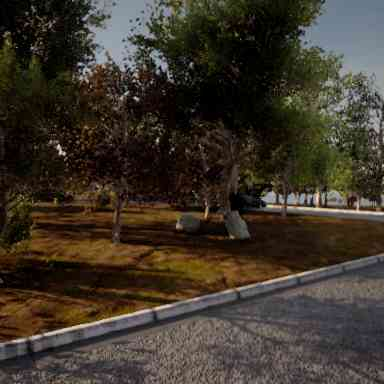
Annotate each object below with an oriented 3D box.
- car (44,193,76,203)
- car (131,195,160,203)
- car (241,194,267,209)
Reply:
[{"bbox_3d":[-15.109,0.528,36.404,5.008,1.535,1.882,1,0,-37],"label":"car"},{"bbox_3d":[-5.653,0.574,43.580,4.553,1.767,2.097,1,0,8],"label":"car"},{"bbox_3d":[5.058,0.953,33.611,2.033,1.411,5.357,1,0,-33],"label":"car"}]
